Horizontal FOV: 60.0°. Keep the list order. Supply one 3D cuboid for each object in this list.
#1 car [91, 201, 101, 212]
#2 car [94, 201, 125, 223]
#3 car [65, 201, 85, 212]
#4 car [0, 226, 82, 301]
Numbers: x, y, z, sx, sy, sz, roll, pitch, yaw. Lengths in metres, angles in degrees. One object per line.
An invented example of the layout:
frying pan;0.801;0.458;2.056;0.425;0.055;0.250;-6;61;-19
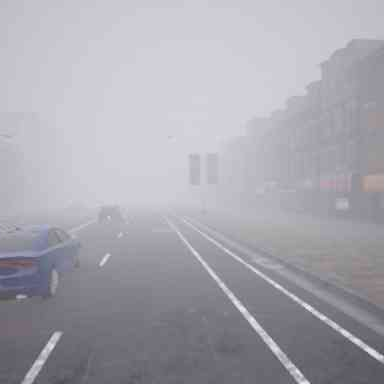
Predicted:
car;-12.812;1.963;46.625;1.812;1.442;4.674;-2;0;-8
car;-7.016;1.794;29.098;1.837;1.490;4.892;-2;0;-8
car;-16.034;1.936;46.181;1.812;1.442;4.674;-2;0;-8
car;-4.203;1.617;8.707;1.882;1.535;5.008;-2;0;-8
